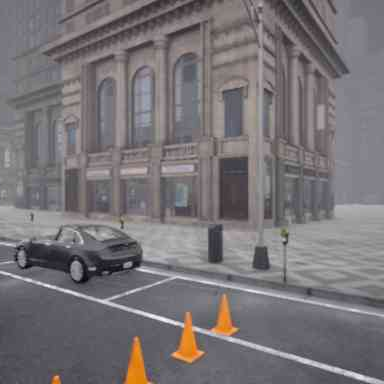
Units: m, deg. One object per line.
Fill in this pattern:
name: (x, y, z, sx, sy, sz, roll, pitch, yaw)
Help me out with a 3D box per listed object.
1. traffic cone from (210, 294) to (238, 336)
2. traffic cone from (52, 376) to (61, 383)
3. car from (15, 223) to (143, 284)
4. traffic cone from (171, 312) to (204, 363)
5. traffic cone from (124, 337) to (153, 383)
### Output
traffic cone: (0.522, 1.973, 5.442, 0.340, 0.580, 0.340, 0, 0, 36)
traffic cone: (-1.227, 1.962, 3.005, 0.340, 0.580, 0.340, 0, 0, 36)
car: (-3.365, 1.572, 9.523, 4.403, 1.369, 2.008, 0, 0, 36)
traffic cone: (-0.061, 1.970, 4.630, 0.340, 0.580, 0.340, 0, 0, 36)
traffic cone: (-0.644, 1.966, 3.817, 0.340, 0.580, 0.340, 0, 0, 36)
